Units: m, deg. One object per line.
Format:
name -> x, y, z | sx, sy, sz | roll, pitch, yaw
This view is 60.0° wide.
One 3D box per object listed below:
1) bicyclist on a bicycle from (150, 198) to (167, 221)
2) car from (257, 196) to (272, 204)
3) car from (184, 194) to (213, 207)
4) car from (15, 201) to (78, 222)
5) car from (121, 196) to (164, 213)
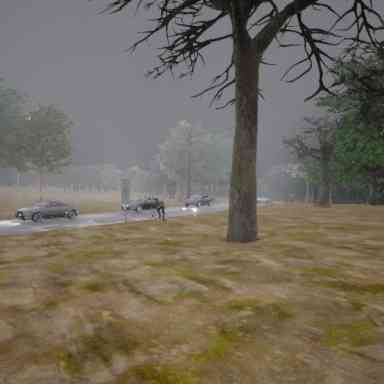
bicyclist on a bicycle -> -2.451, 1.288, 24.053 | 1.656, 1.620, 0.582 | 0, 0, 36
car -> 12.177, 1.284, 55.804 | 1.895, 1.301, 4.718 | 1, 0, 23
car -> 0.875, 1.057, 40.921 | 1.837, 1.490, 4.892 | 1, 1, 31
car -> -10.453, 1.346, 24.094 | 1.994, 1.385, 4.181 | 2, 2, 37
car -> -4.677, 1.147, 32.150 | 2.128, 1.511, 4.902 | 2, 2, 34
